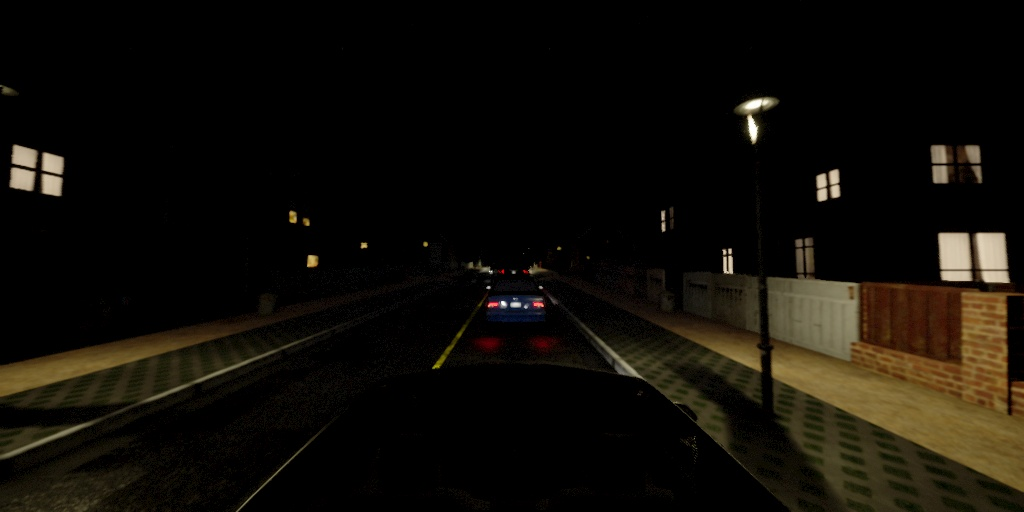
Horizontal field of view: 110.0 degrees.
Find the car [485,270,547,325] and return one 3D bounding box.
[{"bbox_3d":[0.099,1.370,12.104,2.033,1.411,5.357,0,0,0],"label":"car"}]

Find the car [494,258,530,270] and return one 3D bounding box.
[{"bbox_3d":[0.074,1.144,24.974,2.150,2.045,5.566,0,0,-1],"label":"car"}]

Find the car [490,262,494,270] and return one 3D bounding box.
[{"bbox_3d":[-2.805,1.773,62.697,1.882,1.535,5.008,0,-1,1],"label":"car"}]

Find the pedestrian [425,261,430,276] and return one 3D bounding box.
[{"bbox_3d":[-9.820,1.426,41.456,0.375,1.860,0.375,0,-3,-1],"label":"pedestrian"}]
